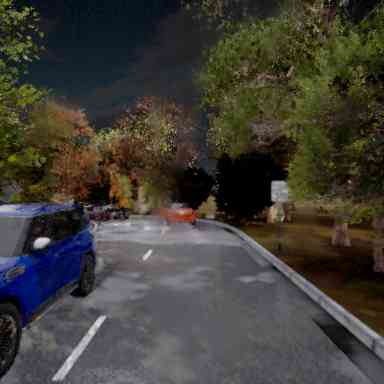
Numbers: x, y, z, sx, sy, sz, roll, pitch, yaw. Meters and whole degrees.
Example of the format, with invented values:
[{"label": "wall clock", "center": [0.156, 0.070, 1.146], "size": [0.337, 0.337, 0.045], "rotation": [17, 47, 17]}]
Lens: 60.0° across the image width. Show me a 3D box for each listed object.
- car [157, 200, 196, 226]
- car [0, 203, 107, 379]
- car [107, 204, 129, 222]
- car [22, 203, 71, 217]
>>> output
[{"label": "car", "center": [-1.245, 1.481, 24.657], "size": [2.097, 1.767, 4.553], "rotation": [0, -1, -15]}, {"label": "car", "center": [-3.334, 1.248, 5.779], "size": [2.150, 2.045, 5.566], "rotation": [0, 0, 0]}, {"label": "car", "center": [-7.145, 1.730, 27.711], "size": [4.181, 1.385, 1.994], "rotation": [-1, -2, 38]}, {"label": "car", "center": [-14.826, 1.849, 34.043], "size": [4.181, 1.385, 1.994], "rotation": [0, -1, 3]}]
